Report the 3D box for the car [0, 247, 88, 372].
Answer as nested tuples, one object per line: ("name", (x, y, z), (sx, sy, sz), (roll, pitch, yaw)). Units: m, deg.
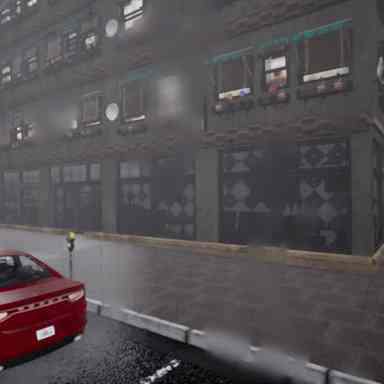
("car", (-3.557, 1.545, 5.267), (4.507, 1.381, 1.887), (0, -1, 36))
